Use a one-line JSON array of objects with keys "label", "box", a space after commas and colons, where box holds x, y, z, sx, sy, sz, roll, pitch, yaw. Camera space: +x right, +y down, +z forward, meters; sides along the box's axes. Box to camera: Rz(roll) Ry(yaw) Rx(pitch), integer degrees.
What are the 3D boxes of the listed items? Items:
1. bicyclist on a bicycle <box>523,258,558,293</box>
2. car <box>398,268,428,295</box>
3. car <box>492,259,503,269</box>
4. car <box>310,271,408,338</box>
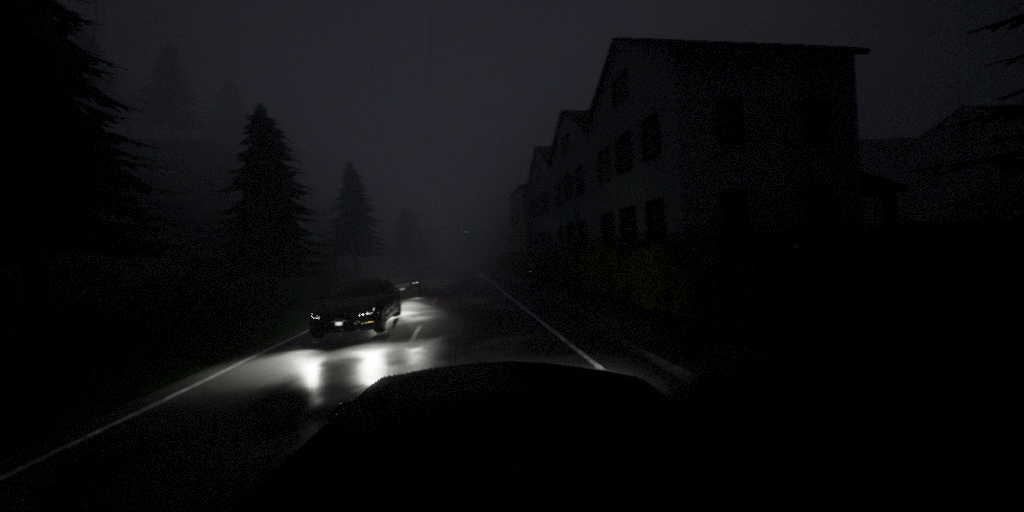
[{"label": "bicyclist on a bicycle", "box": [1.289, 0.898, 16.644, 1.656, 1.620, 0.582, -4, 0, -8]}, {"label": "car", "box": [-6.231, 1.510, 21.718, 2.128, 1.511, 4.902, -3, 0, -8]}, {"label": "car", "box": [-0.327, 1.020, 49.467, 4.902, 1.511, 2.128, -4, 0, -20]}, {"label": "car", "box": [-4.775, 1.487, 11.539, 1.837, 1.490, 4.892, -3, 0, -8]}]
